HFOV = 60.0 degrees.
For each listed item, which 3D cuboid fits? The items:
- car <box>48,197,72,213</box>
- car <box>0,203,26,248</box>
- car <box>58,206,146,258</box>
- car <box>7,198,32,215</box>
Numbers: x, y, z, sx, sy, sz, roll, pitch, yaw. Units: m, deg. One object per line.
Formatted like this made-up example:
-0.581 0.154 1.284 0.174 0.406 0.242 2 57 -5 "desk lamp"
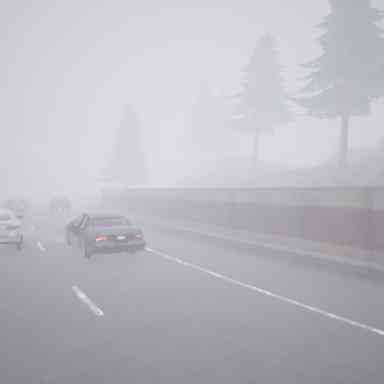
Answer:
-13.099 1.241 33.062 1.837 1.490 4.892 0 0 -21 "car"
-7.883 1.402 13.340 1.812 1.442 4.674 0 0 -29 "car"
-3.473 1.459 12.557 2.033 1.411 5.357 0 0 -30 "car"
-15.870 1.279 30.375 2.033 1.411 5.357 0 0 -21 "car"
